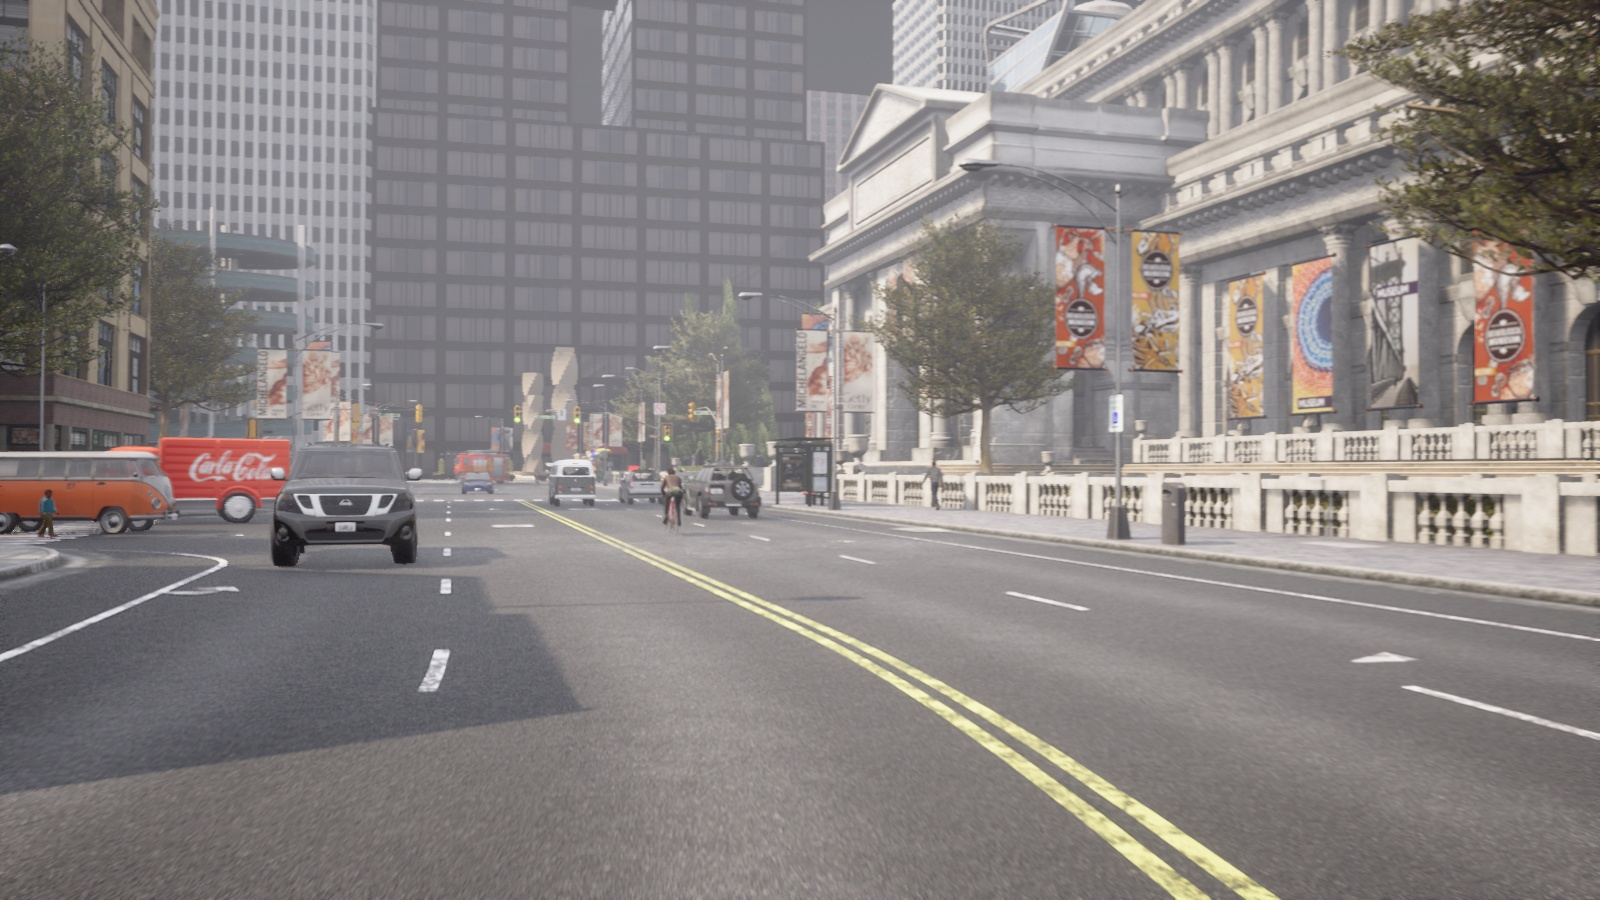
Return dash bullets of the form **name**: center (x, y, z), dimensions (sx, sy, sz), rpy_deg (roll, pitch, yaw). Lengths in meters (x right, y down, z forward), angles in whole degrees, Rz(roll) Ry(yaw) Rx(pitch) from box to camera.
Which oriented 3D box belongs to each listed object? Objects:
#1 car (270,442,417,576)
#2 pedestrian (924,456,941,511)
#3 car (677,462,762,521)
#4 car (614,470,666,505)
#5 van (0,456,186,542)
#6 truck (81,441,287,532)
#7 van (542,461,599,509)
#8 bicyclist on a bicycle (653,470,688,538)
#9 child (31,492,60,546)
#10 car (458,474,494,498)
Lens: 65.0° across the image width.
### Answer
- **car**: center (-7.981, 0.944, 22.139), dimensions (2.150, 2.045, 5.566), rpy_deg (0, -1, -19)
- **pedestrian**: center (4.816, 1.212, 45.670), dimensions (0.423, 1.949, 0.788), rpy_deg (0, -1, -11)
- **car**: center (-2.791, 1.354, 42.286), dimensions (1.932, 1.855, 4.605), rpy_deg (0, -1, -16)
- **car**: center (-7.630, 1.748, 59.549), dimensions (1.851, 1.617, 3.988), rpy_deg (0, -1, -16)
- **van**: center (-17.546, 1.164, 30.423), dimensions (4.442, 1.987, 1.775), rpy_deg (0, -1, -6)
- **truck**: center (-17.803, 1.027, 36.461), dimensions (5.204, 2.467, 2.627), rpy_deg (0, -1, -27)
- **van**: center (-10.289, 1.532, 56.068), dimensions (2.069, 2.038, 4.480), rpy_deg (0, -1, -16)
- **bicyclist on a bicycle**: center (-3.174, 1.297, 30.691), dimensions (0.582, 1.620, 1.656), rpy_deg (0, -1, -16)
- **child**: center (-17.184, 1.566, 28.600), dimensions (0.448, 1.192, 0.343), rpy_deg (-1, -1, 17)
- **car**: center (-21.053, 2.284, 81.496), dimensions (2.163, 1.488, 4.792), rpy_deg (0, -1, -16)
